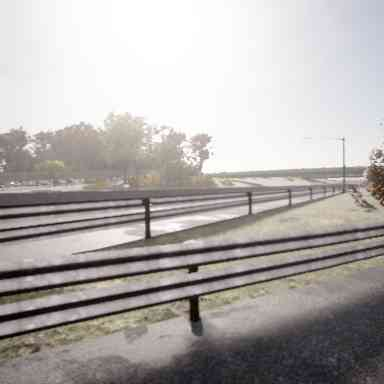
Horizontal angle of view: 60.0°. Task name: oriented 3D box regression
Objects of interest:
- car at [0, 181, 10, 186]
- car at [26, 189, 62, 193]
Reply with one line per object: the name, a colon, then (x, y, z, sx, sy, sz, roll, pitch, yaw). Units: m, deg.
car: (-36.630, -1.433, 63.105, 1.882, 1.535, 5.008, -1, 4, 11)
car: (-17.171, 0.517, 36.347, 2.097, 1.767, 4.553, 0, 1, 30)
